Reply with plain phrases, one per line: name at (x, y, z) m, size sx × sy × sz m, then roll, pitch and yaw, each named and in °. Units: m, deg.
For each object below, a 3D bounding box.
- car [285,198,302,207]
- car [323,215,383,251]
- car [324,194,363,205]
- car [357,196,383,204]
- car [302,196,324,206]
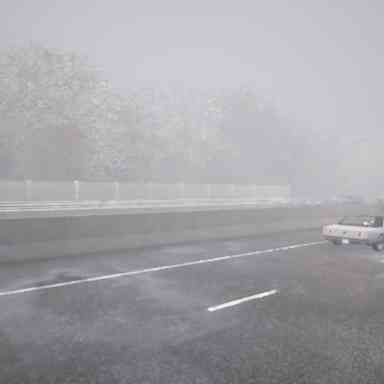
car at (14.855, 1.572, 46.052) m, size 4.181 × 1.385 × 1.994 m, roll 0°, pitch 0°, yaw -37°
car at (7.668, 1.607, 14.123) m, size 4.718 × 1.301 × 1.895 m, roll 0°, pitch 0°, yaw -37°
car at (18.888, 1.234, 40.333) m, size 5.566 × 2.045 × 2.150 m, roll 0°, pitch 0°, yaw -37°
car at (21.292, 1.509, 37.768) m, size 4.902 × 1.511 × 2.128 m, roll 0°, pitch 0°, yaw -37°
car at (16.850, 1.363, 43.176) m, size 4.553 × 1.767 × 2.097 m, roll 0°, pitch 0°, yaw -37°
